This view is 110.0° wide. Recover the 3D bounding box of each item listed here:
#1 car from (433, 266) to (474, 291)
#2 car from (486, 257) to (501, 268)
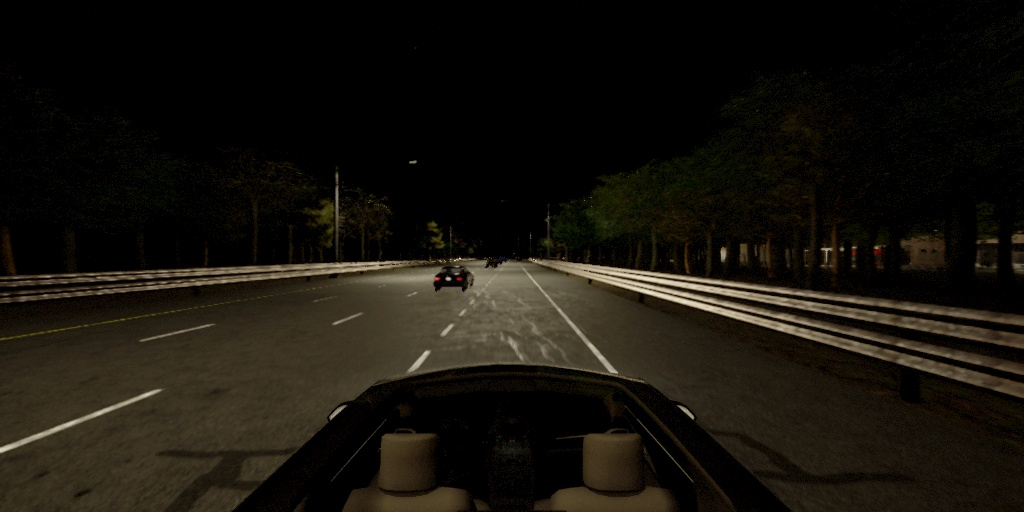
[{"bbox_3d":[-3.488,1.314,22.145,2.033,1.411,5.357,0,0,0],"label":"car"},{"bbox_3d":[-3.352,1.317,60.524,1.837,1.490,4.892,0,0,0],"label":"car"}]
